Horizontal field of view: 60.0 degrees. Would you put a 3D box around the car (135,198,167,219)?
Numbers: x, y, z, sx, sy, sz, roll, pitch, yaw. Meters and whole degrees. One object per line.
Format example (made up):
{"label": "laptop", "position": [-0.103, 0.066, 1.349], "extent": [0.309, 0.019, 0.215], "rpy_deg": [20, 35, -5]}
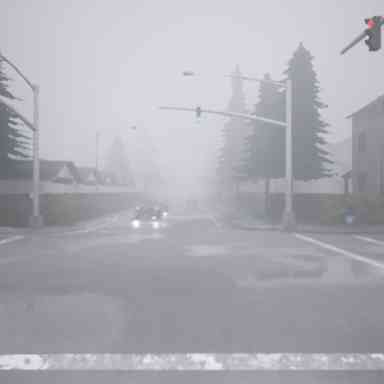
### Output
{"label": "car", "position": [-3.605, 1.292, 28.694], "extent": [2.097, 1.767, 4.553], "rpy_deg": [0, 0, 0]}

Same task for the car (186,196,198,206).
{"label": "car", "position": [-0.011, 1.385, 50.890], "extent": [2.128, 1.511, 4.902], "rpy_deg": [0, 0, 0]}

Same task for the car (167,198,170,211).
{"label": "car", "position": [-3.590, 1.410, 38.825], "extent": [2.128, 1.511, 4.902], "rpy_deg": [0, 0, 0]}
